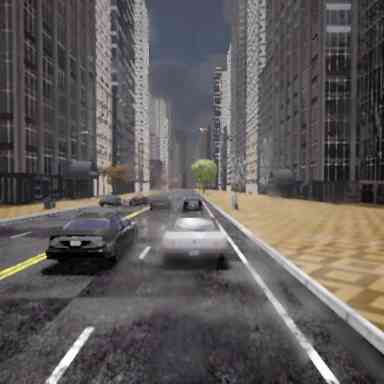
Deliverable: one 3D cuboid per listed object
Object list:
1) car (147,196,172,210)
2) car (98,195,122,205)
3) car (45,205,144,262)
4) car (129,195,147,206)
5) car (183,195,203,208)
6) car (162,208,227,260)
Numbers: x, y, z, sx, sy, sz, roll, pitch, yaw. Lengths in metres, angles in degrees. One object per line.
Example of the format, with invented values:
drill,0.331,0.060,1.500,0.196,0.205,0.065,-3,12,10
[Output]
car,-3.146,1.109,34.400,1.994,1.385,4.181,0,1,0
car,-9.834,1.012,40.497,2.033,1.411,5.357,0,1,0
car,-3.146,1.395,11.486,2.033,1.411,5.357,0,1,0
car,-6.576,1.018,41.405,1.994,1.385,4.181,0,1,0
car,0.102,1.049,33.488,2.128,1.511,4.902,0,1,0
car,0.079,1.445,11.729,1.895,1.301,4.718,0,1,0
